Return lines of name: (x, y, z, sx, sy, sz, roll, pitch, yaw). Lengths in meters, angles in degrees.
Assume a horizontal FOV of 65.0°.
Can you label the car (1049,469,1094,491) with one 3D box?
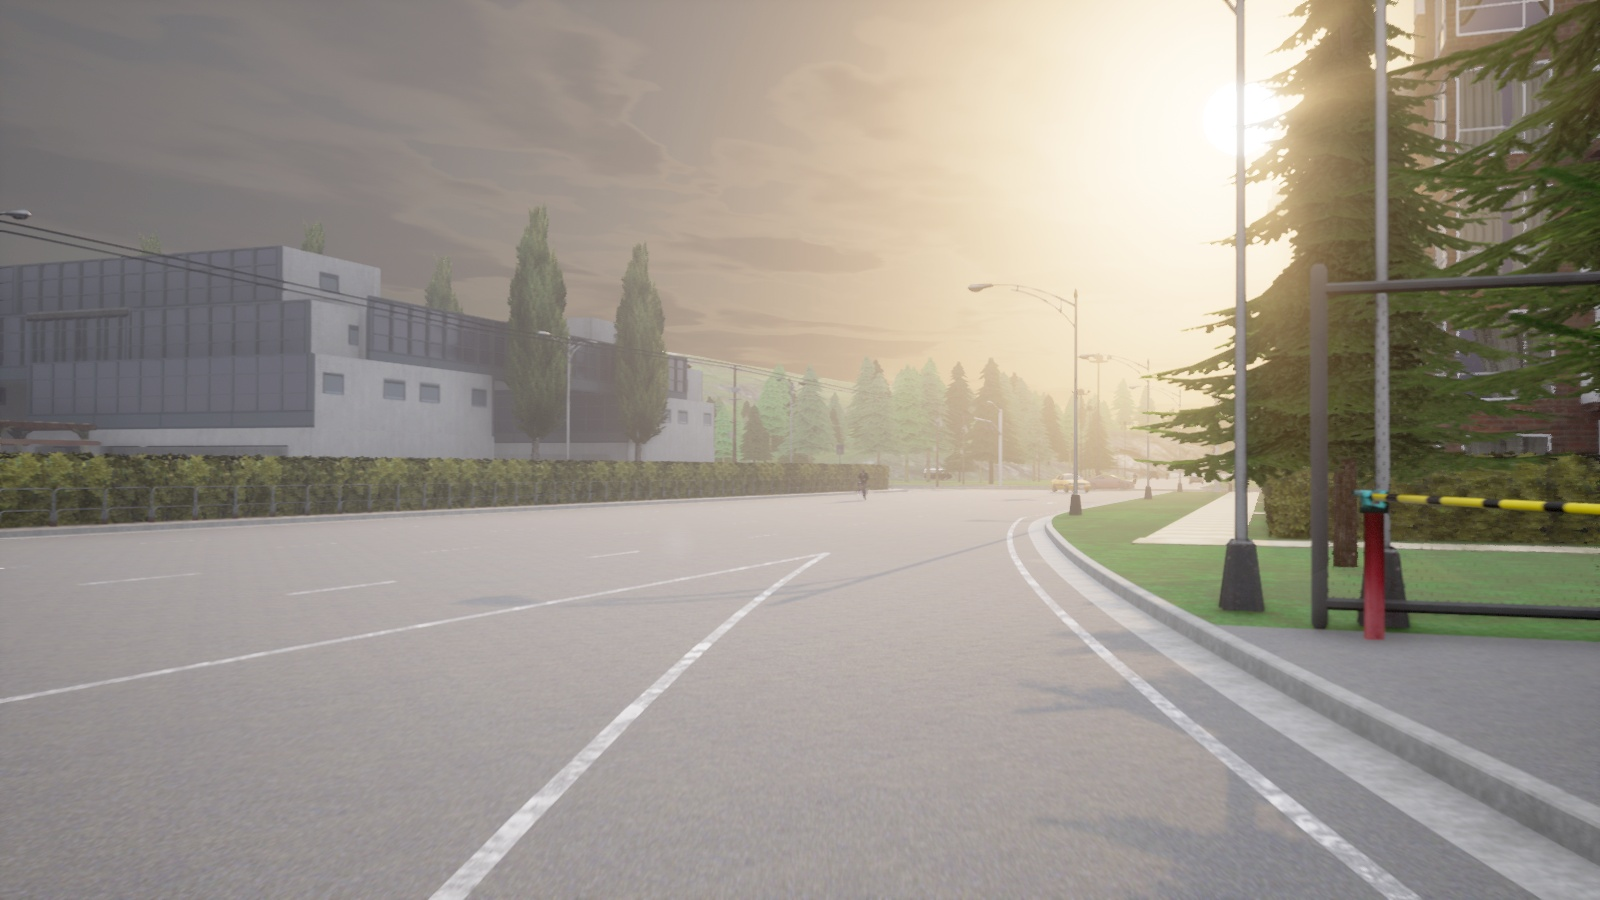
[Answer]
car: (20.668, 2.281, 95.854, 1.801, 1.575, 5.366, 0, -1, -5)
